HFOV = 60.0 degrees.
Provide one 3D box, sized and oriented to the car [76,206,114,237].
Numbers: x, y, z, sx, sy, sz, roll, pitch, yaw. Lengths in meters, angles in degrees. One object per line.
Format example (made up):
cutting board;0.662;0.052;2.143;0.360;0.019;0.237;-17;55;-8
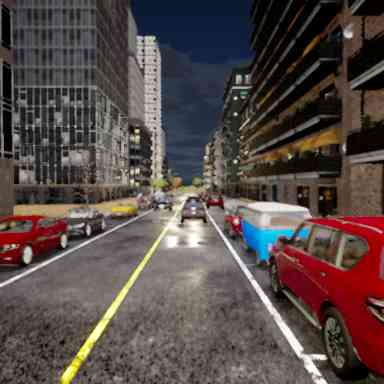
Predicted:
car;-5.662;1.456;16.944;2.008;1.369;4.403;-1;0;0

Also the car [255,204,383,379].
car;2.673;1.284;5.418;2.192;1.841;5.009;-1;0;0

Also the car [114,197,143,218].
car;-5.656;1.368;28.170;1.752;1.417;4.829;-1;0;0

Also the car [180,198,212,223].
car;0.115;1.411;24.412;2.033;1.411;5.357;0;0;0

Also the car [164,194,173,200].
car;-5.626;1.121;79.620;1.947;1.339;4.313;-1;0;0

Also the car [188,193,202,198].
car;0.124;1.275;41.085;1.837;1.490;4.892;0;0;0

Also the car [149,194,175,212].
car;-3.009;1.293;35.799;2.128;1.511;4.902;0;0;1

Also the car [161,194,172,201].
car;-5.629;1.153;73.921;1.947;1.339;4.313;-1;0;0

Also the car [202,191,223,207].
car;2.693;1.094;39.603;2.192;1.841;5.009;-1;0;0

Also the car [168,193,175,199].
car;-5.619;1.070;91.016;1.802;1.307;4.206;-1;0;0

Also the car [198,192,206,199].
car;2.725;0.929;90.885;1.967;1.590;4.097;-1;0;0

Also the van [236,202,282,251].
van;2.677;1.278;11.115;1.690;1.788;3.998;-1;0;0

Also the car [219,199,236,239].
car;2.683;1.346;16.813;1.967;1.590;4.097;-1;0;0

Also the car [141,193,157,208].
car;-5.651;1.219;39.734;1.967;1.590;4.097;-1;0;0

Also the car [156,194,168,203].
car;-5.636;1.196;62.526;1.887;1.381;4.507;-1;0;0

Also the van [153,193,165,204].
van;-5.643;1.024;56.827;1.690;1.788;3.998;-1;0;0

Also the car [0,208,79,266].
car;-5.665;1.482;11.247;1.887;1.381;4.507;-1;0;0
